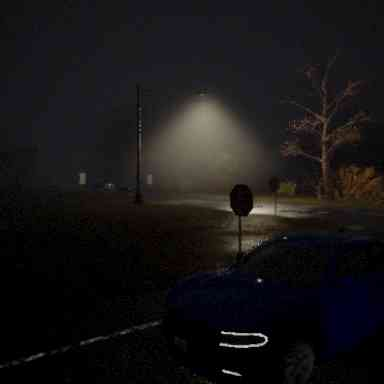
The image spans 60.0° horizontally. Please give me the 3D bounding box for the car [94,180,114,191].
[{"bbox_3d":[-16.082,-1.200,61.022,2.150,2.045,5.566,-1,2,-36],"label":"car"}]

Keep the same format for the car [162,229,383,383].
[{"bbox_3d":[1.904,1.408,5.225,5.008,1.535,1.882,-1,1,-35],"label":"car"}]

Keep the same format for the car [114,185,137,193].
[{"bbox_3d":[-10.242,-0.498,52.915,1.895,1.301,4.718,-1,2,-36],"label":"car"}]
